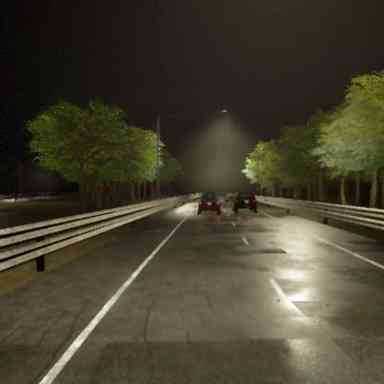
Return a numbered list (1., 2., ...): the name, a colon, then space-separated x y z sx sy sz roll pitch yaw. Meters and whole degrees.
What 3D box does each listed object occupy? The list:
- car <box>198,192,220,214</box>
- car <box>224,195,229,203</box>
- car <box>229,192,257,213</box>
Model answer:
1. car: 1.706 1.120 32.653 2.097 1.767 4.553 0 0 3
2. car: 6.740 1.213 59.370 1.895 1.301 4.718 0 0 3
3. car: 5.280 0.992 33.789 2.150 2.045 5.566 0 1 3
